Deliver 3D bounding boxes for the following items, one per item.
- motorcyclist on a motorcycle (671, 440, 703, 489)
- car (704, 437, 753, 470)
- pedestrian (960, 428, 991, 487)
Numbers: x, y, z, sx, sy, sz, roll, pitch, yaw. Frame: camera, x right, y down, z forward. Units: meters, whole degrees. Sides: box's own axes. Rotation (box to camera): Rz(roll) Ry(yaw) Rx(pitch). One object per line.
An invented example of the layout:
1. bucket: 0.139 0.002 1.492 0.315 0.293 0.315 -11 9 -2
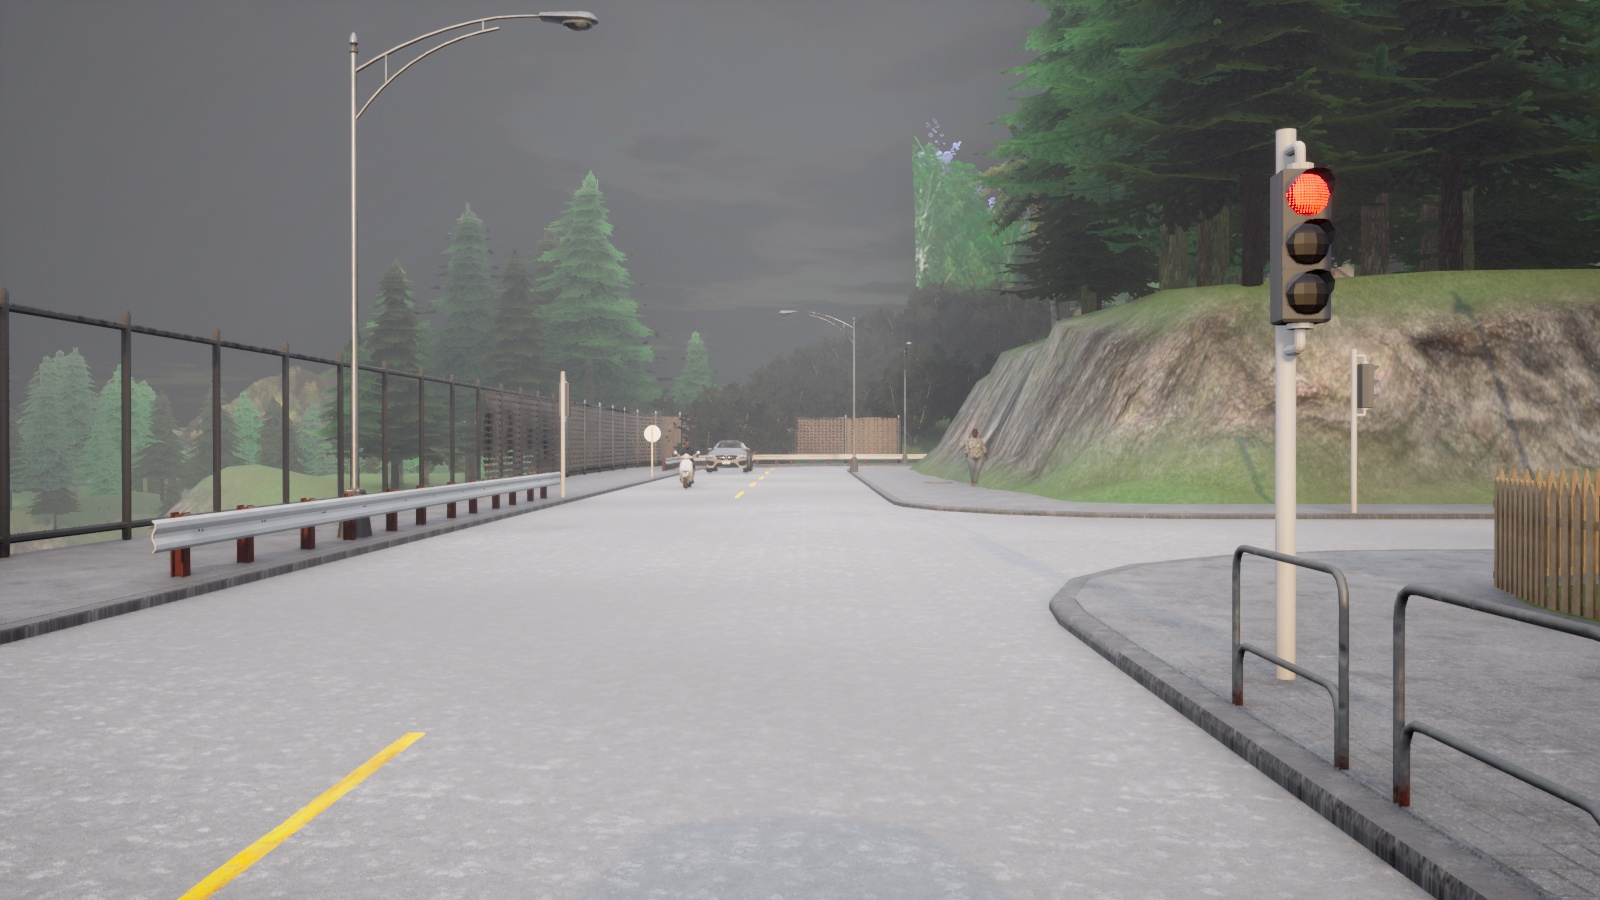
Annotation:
1. motorcyclist on a motorcycle: -3.710 0.464 41.375 0.866 1.590 1.817 0 1 0
2. car: -3.602 0.159 64.275 2.152 1.651 5.027 0 0 1
3. pedestrian: 5.555 0.236 39.834 0.874 1.855 0.900 0 0 1
